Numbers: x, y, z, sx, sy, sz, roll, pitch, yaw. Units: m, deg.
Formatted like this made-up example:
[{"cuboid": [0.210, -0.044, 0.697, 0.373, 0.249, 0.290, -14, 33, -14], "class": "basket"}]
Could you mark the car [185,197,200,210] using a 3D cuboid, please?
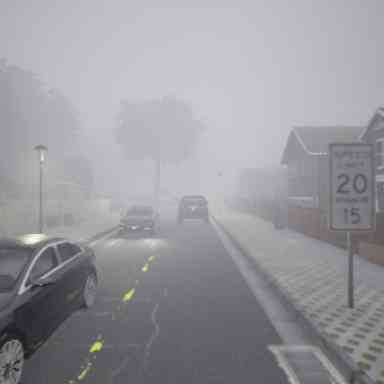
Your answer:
[{"cuboid": [0.069, 1.543, 44.769, 1.882, 1.535, 5.008, 0, 0, 0], "class": "car"}]

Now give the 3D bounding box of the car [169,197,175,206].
[{"cuboid": [-2.836, 1.576, 57.676, 1.882, 1.535, 5.008, 0, 0, 1], "class": "car"}]

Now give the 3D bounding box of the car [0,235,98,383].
[{"cuboid": [-2.848, 1.494, 5.018, 2.128, 1.511, 4.902, 0, 0, 0], "class": "car"}]

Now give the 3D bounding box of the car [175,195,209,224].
[{"cuboid": [0.085, 1.243, 25.067, 2.150, 2.045, 5.566, 0, 0, 0], "class": "car"}]

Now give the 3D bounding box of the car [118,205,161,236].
[{"cuboid": [-2.834, 1.518, 18.688, 1.837, 1.490, 4.892, 0, 0, 0], "class": "car"}]
